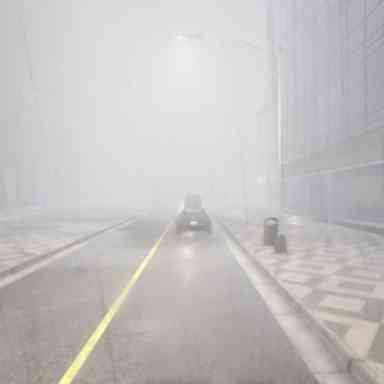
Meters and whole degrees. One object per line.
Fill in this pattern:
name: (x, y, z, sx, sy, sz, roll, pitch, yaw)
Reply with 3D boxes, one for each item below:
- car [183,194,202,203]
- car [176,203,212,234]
car: (0.099, 1.262, 41.116, 2.150, 2.045, 5.566, 0, 0, 0)
car: (0.099, 1.587, 19.416, 1.994, 1.385, 4.181, 0, 0, 0)
